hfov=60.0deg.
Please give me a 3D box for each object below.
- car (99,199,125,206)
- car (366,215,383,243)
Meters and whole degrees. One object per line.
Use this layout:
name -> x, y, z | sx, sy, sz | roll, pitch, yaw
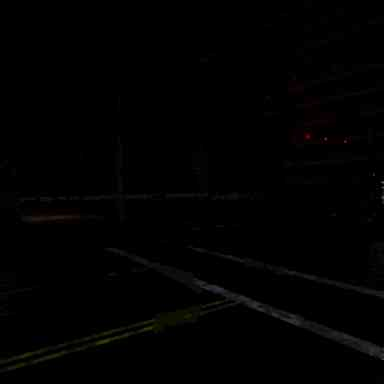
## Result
car -> -9.289, 1.110, 38.508 | 1.994, 1.385, 4.181 | -1, 1, -35
car -> 8.985, 1.312, 12.603 | 1.994, 1.385, 4.181 | -1, 1, -35
